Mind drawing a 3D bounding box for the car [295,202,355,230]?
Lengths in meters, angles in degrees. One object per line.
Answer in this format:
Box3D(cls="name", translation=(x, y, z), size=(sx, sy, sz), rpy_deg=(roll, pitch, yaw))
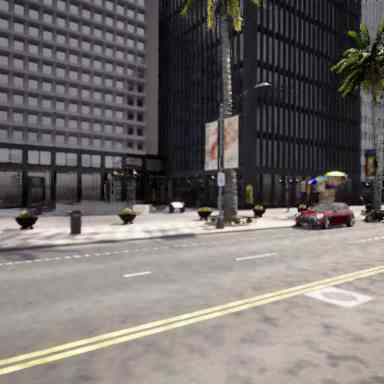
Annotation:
Box3D(cls="car", translation=(9.167, 1.526, 22.836), size=(4.553, 1.767, 2.185), rpy_deg=(1, 0, -36))
